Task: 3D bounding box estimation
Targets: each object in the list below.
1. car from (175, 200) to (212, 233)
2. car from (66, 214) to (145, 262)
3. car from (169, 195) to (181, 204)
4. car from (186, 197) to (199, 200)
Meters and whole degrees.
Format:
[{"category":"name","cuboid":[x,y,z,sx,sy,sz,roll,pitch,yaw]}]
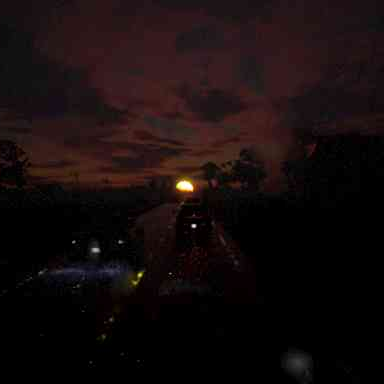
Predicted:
[{"category":"car","cuboid":[0.097,1.418,18.891,1.837,1.490,4.892,0,0,0]},{"category":"car","cuboid":[-2.849,1.509,11.795,1.994,1.385,4.181,0,0,0]},{"category":"car","cuboid":[-2.806,1.230,55.819,1.882,1.535,5.008,0,0,0]},{"category":"car","cuboid":[0.101,1.343,35.427,1.837,1.490,4.892,0,0,0]}]
